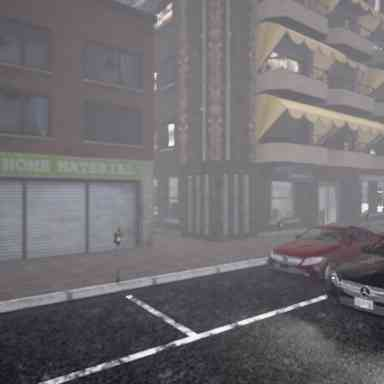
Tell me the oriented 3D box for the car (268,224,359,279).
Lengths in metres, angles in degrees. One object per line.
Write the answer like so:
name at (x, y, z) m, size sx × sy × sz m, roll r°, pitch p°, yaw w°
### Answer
car at (3.992, 1.589, 9.404) m, size 4.206 × 1.307 × 1.802 m, roll 0°, pitch 0°, yaw -35°

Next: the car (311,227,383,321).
car at (4.658, 1.532, 6.696) m, size 4.674 × 1.442 × 1.812 m, roll 0°, pitch 0°, yaw -35°
